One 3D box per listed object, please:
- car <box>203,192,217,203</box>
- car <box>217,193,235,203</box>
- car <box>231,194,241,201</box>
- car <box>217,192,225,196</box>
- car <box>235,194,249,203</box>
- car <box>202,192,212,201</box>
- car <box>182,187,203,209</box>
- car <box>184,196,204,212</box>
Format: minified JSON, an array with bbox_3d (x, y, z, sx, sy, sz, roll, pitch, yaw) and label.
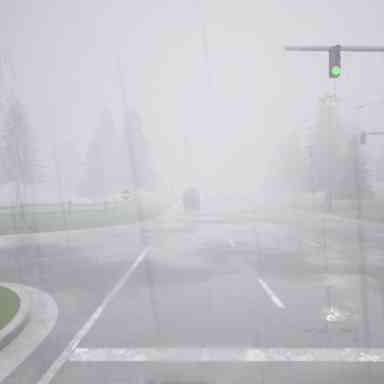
[{"bbox_3d":[3.493,1.354,69.213,2.097,1.767,4.553,0,0,0],"label":"car"},{"bbox_3d":[6.993,1.520,68.827,2.128,1.511,4.902,0,0,0],"label":"car"},{"bbox_3d":[10.492,1.339,79.247,1.837,1.490,4.892,0,0,0],"label":"car"},{"bbox_3d":[6.992,1.064,79.277,2.150,2.045,5.566,0,0,0],"label":"car"},{"bbox_3d":[10.493,1.353,69.214,2.097,1.767,4.553,0,0,0],"label":"car"},{"bbox_3d":[3.492,1.064,79.276,2.150,2.045,5.566,0,0,0],"label":"car"},{"bbox_3d":[-0.106,0.232,37.440,1.882,1.535,5.008,-5,11,3],"label":"car"},{"bbox_3d":[-0.005,1.495,38.206,2.128,1.511,4.902,0,0,0],"label":"car"}]
